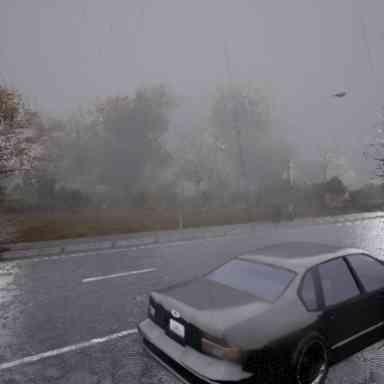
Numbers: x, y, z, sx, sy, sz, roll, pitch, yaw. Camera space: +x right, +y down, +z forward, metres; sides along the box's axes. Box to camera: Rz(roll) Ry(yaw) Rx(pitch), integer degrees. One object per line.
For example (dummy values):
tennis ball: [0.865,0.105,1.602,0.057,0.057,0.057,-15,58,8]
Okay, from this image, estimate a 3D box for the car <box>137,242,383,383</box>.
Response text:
car: [1.885,1.517,5.110,5.357,1.411,2.033,-1,0,-35]
